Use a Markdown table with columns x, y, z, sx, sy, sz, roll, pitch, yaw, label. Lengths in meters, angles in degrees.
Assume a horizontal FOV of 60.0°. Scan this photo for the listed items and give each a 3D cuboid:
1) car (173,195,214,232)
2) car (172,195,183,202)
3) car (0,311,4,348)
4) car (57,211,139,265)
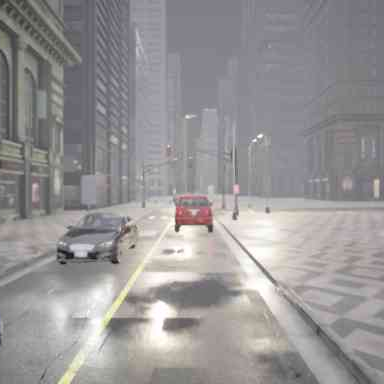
| x | y | z | sx | sy | sz | roll | pitch | yaw | label |
| --- | --- | --- | --- | --- | --- | --- | --- | --- | --- |
| 0.096 | 1.189 | 19.944 | 2.150 | 2.045 | 5.566 | 0 | 0 | 0 | car |
| -3.017 | 1.436 | 70.968 | 2.033 | 1.411 | 5.357 | 0 | 0 | 0 | car |
| -3.100 | 1.598 | 1.599 | 1.895 | 1.301 | 4.718 | 0 | 0 | 0 | car |
| -3.083 | 1.472 | 11.726 | 2.128 | 1.511 | 4.902 | 0 | 0 | 0 | car |
